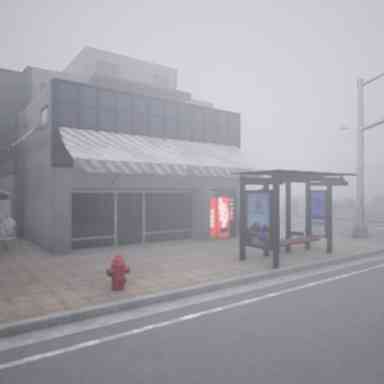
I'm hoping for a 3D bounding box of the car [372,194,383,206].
[{"bbox_3d":[30.943,1.311,53.445,4.605,1.855,1.932,0,0,-36],"label":"car"}]

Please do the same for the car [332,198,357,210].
[{"bbox_3d":[18.992,1.439,40.836,3.806,1.475,1.970,0,0,-36],"label":"car"}]
